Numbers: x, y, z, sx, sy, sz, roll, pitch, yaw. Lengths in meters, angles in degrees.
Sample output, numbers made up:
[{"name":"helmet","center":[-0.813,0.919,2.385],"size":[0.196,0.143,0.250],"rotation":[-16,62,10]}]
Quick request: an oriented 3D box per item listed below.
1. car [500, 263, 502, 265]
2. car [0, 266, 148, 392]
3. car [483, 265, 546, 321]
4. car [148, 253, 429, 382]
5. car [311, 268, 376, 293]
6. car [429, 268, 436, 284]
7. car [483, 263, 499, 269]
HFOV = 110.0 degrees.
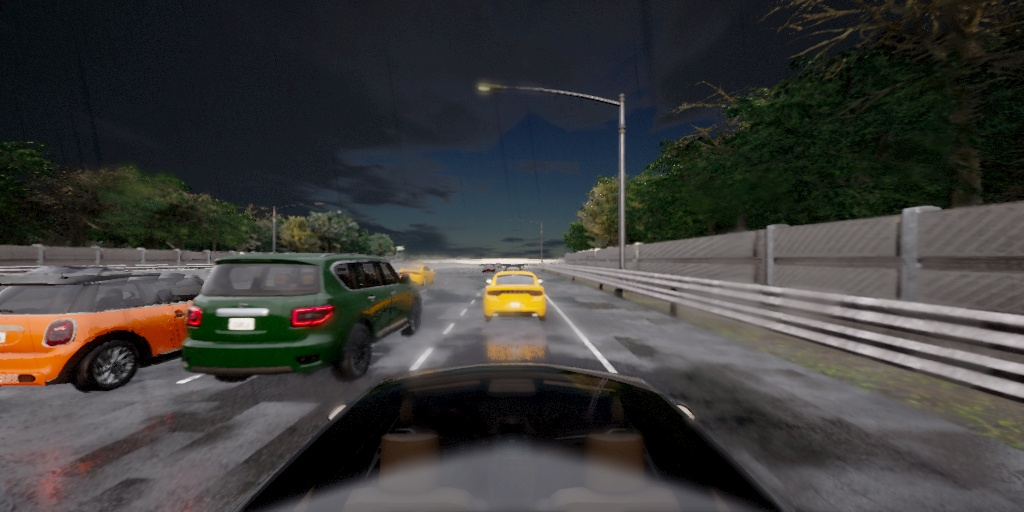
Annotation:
[{"name":"car","center":[0.105,1.475,30.937],"size":[1.812,1.442,4.674],"rotation":[0,-1,0]},{"name":"car","center":[-6.899,1.111,6.910],"size":[2.097,1.767,4.553],"rotation":[0,0,0]},{"name":"car","center":[0.102,1.260,12.680],"size":[1.882,1.535,5.008],"rotation":[0,0,0]},{"name":"car","center":[-3.499,0.980,7.324],"size":[2.150,2.045,5.566],"rotation":[0,0,0]},{"name":"car","center":[-10.396,1.456,22.599],"size":[1.895,1.301,4.718],"rotation":[0,-1,0]},{"name":"car","center":[-6.895,1.368,26.086],"size":[1.882,1.535,5.008],"rotation":[0,-1,0]},{"name":"car","center":[-3.491,1.852,55.987],"size":[2.033,1.411,5.357],"rotation":[0,-1,0]}]
